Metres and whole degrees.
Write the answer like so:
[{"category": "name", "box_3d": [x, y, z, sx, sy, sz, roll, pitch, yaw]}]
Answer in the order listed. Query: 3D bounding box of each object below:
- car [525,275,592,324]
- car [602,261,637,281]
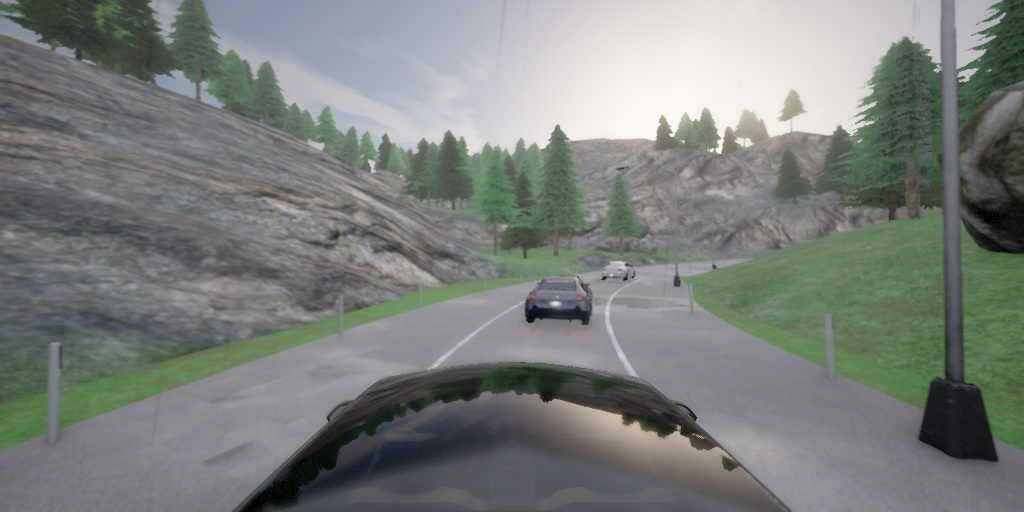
[{"category": "car", "box_3d": [1.700, 1.328, 12.186, 1.994, 1.385, 4.181, 0, 0, 13]}, {"category": "car", "box_3d": [8.338, 1.127, 28.017, 1.812, 1.442, 4.674, 0, 1, 29]}]
